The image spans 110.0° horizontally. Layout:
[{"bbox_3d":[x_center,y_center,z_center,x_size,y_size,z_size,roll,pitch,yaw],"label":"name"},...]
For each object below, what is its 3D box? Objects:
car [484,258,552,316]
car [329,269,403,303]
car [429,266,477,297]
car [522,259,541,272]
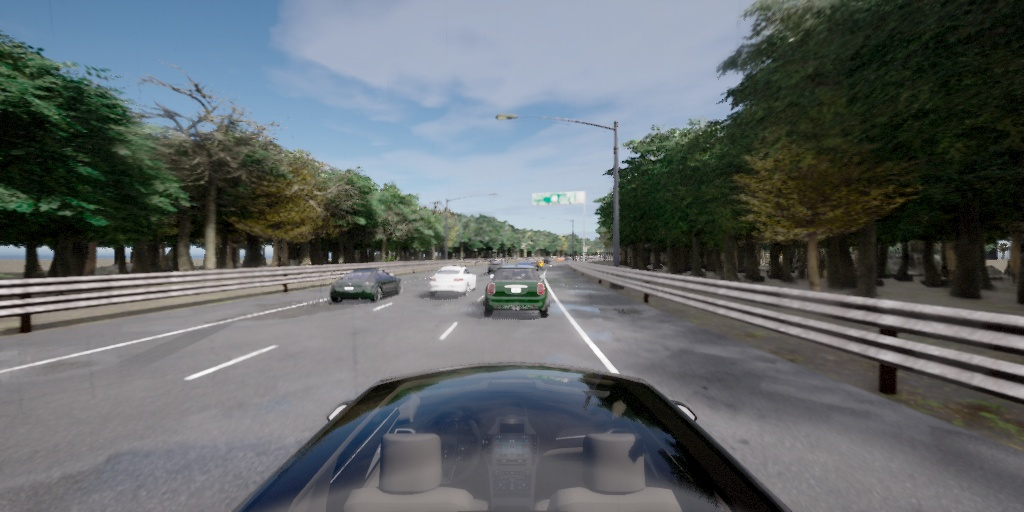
[{"bbox_3d":[0.195,1.101,13.453,2.097,1.767,4.553,0,0,2],"label":"car"},{"bbox_3d":[-6.595,1.298,16.691,1.994,1.385,4.181,0,0,2],"label":"car"},{"bbox_3d":[-3.010,1.266,18.774,1.812,1.442,4.674,0,0,3],"label":"car"},{"bbox_3d":[2.603,1.229,47.005,2.128,1.511,4.902,0,0,6],"label":"car"}]
